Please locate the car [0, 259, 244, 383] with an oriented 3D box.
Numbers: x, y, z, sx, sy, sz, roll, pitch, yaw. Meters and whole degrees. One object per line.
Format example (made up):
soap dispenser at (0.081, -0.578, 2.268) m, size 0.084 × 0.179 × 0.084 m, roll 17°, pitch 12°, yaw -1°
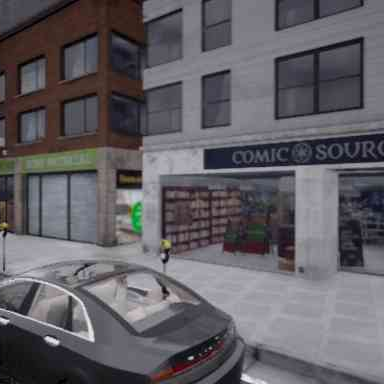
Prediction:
car at (-1.516, 1.548, 4.162) m, size 4.403 × 1.369 × 2.008 m, roll 0°, pitch 0°, yaw 36°
